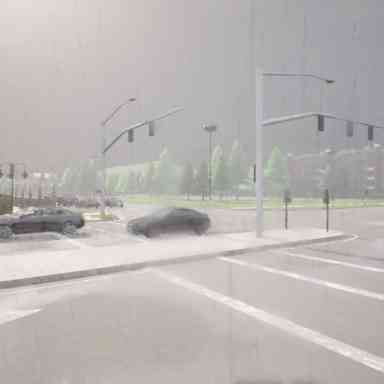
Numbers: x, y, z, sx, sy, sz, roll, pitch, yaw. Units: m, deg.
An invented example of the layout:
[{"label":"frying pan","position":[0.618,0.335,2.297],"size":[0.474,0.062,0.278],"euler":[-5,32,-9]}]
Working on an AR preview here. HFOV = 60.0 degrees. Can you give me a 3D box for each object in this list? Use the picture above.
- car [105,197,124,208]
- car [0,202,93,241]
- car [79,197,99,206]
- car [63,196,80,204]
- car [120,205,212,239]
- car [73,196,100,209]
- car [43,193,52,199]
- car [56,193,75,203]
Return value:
[{"label":"car","position":[-11.429,1.492,47.593],"size":[2.128,1.511,4.902],"euler":[0,0,-36]},{"label":"car","position":[-7.903,1.491,16.776],"size":[4.902,1.511,2.128],"euler":[0,0,-35]},{"label":"car","position":[-17.191,1.564,55.536],"size":[1.994,1.385,4.181],"euler":[0,0,-36]},{"label":"car","position":[-23.000,1.564,63.630],"size":[1.994,1.385,4.181],"euler":[0,0,-36]},{"label":"car","position":[-1.077,1.526,17.339],"size":[4.674,1.442,1.812],"euler":[0,0,-35]},{"label":"car","position":[-14.235,1.601,45.497],"size":[1.895,1.301,4.718],"euler":[0,0,-36]},{"label":"car","position":[-26.083,1.221,61.918],"size":[2.150,2.045,5.566],"euler":[0,0,-35]},{"label":"car","position":[-19.947,1.221,53.372],"size":[2.150,2.045,5.566],"euler":[0,0,-36]}]
